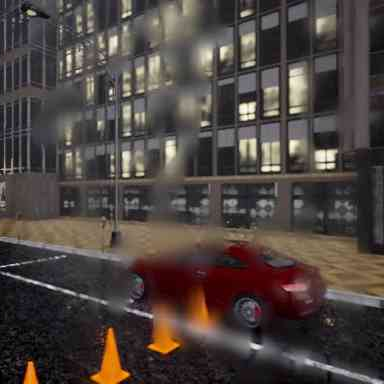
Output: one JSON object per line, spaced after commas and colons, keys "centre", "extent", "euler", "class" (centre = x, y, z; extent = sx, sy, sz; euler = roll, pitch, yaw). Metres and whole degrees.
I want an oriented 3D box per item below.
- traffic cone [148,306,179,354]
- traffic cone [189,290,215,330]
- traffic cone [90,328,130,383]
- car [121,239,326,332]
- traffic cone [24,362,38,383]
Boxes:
{"centre": [-0.417, 1.973, 4.885], "extent": [0.340, 0.580, 0.340], "euler": [0, 0, 36], "class": "traffic cone"}
{"centre": [0.164, 1.970, 5.678], "extent": [0.340, 0.580, 0.340], "euler": [0, 2, 31], "class": "traffic cone"}
{"centre": [-1.000, 1.970, 4.073], "extent": [0.340, 0.580, 0.340], "euler": [0, 0, 36], "class": "traffic cone"}
{"centre": [0.432, 1.607, 6.696], "extent": [4.206, 1.307, 1.802], "euler": [0, 0, 36], "class": "car"}
{"centre": [-1.583, 1.966, 3.261], "extent": [0.340, 0.580, 0.340], "euler": [0, 0, 36], "class": "traffic cone"}
